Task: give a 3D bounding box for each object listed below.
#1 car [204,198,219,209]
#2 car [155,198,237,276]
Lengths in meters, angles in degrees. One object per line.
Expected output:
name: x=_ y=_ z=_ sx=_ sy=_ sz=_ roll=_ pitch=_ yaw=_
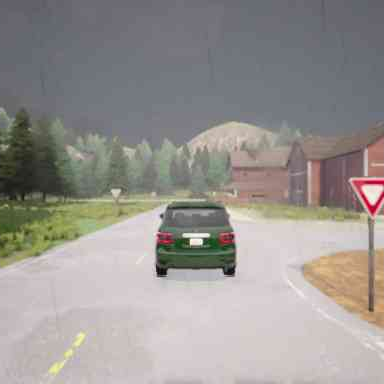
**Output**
car: x=2.978 y=1.749 z=52.059 sx=1.816 sy=1.474 sz=4.193 roll=-6 pitch=0 yaw=-2
car: x=0.101 y=1.284 z=10.649 sx=2.150 sy=2.045 sz=5.566 roll=0 pitch=0 yaw=0
